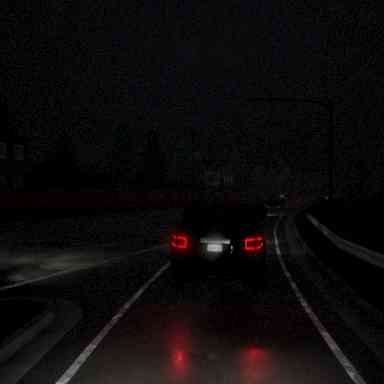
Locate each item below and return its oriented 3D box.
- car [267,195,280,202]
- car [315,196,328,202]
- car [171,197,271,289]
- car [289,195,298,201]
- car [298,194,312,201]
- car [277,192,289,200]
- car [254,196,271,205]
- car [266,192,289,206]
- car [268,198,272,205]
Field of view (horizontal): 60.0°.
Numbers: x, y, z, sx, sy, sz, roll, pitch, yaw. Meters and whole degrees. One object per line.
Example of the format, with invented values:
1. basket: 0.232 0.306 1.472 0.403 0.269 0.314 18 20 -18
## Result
1. car: 19.999 1.537 81.349 2.128 1.511 4.902 0 0 27
2. car: 30.300 1.566 78.402 1.994 1.385 4.181 0 0 27
3. car: 0.920 1.225 9.458 2.150 2.045 5.566 0 0 10
4. car: 26.177 1.539 85.654 2.128 1.511 4.902 0 0 27
5. car: 27.926 1.369 81.426 2.097 1.767 4.553 0 0 27
6. car: 24.813 1.111 90.624 2.150 2.045 5.566 0 0 27
7. car: 12.681 1.536 59.434 1.812 1.442 4.674 0 0 27
8. car: 13.672 1.362 53.743 2.097 1.767 4.553 0 0 27
9. car: 5.610 1.569 30.608 1.994 1.385 4.181 0 0 27
